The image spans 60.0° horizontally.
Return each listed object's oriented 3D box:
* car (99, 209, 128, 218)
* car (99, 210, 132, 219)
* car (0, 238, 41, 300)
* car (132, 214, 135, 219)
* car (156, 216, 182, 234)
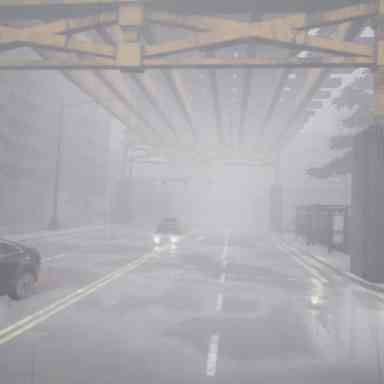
[{"bbox_3d":[-12.902,3.583,54.685,4.536,1.218,1.853,1,-3,32],"label":"car"},{"bbox_3d":[-12.865,3.741,54.650,4.974,1.542,2.038,1,-3,32],"label":"car"},{"bbox_3d":[-4.895,1.634,6.439,2.128,1.511,4.902,2,-3,7],"label":"car"},{"bbox_3d":[-12.062,3.986,58.737,4.974,1.542,2.038,3,-3,-13],"label":"car"},{"bbox_3d":[-2.047,3.032,30.889,1.837,1.490,4.892,2,-3,7],"label":"car"}]
